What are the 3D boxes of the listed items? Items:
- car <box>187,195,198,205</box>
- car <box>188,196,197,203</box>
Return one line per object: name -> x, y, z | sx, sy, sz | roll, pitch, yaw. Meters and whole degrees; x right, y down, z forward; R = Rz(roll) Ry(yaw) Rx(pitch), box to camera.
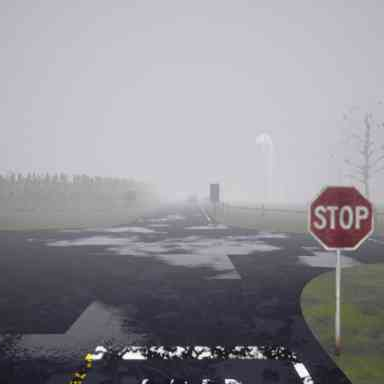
car -> 0.127, 1.390, 61.169 | 2.097, 1.767, 4.553 | 0, 0, 1
car -> 0.081, 1.576, 71.221 | 1.895, 1.301, 4.718 | 0, 0, 0
